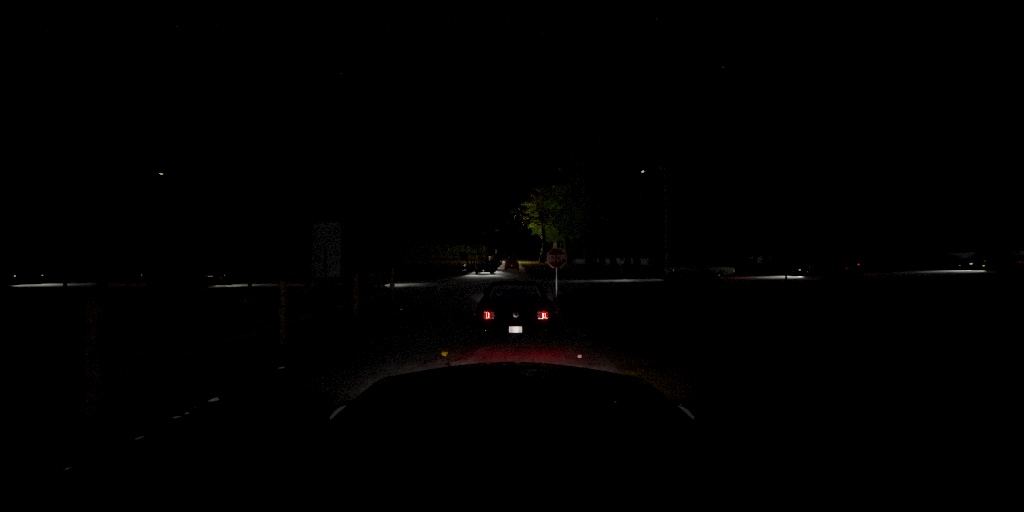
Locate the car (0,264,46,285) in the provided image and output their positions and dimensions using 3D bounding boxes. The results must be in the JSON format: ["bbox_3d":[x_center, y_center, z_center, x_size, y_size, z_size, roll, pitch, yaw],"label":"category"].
[{"bbox_3d":[-35.291,1.206,24.314,5.357,1.411,2.033,1,-1,0],"label":"car"}]

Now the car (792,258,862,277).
[{"bbox_3d":[24.086,0.828,27.542,4.181,1.385,1.994,-2,-1,0],"label":"car"}]

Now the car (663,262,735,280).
[{"bbox_3d":[14.196,1.122,27.496,4.718,1.301,1.895,-1,-1,0],"label":"car"}]

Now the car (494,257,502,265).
[{"bbox_3d":[-2.914,1.117,59.002,2.033,1.411,5.357,0,1,1],"label":"car"}]

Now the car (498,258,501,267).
[{"bbox_3d":[-2.925,1.255,49.032,1.895,1.301,4.718,0,0,0],"label":"car"}]

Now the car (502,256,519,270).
[{"bbox_3d":[-0.014,1.114,51.514,1.882,1.535,5.008,0,0,0],"label":"car"}]

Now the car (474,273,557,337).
[{"bbox_3d":[0.082,1.352,10.226,1.895,1.301,4.718,0,0,0],"label":"car"}]

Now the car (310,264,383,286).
[{"bbox_3d":[-11.213,1.255,24.423,4.674,1.442,1.812,0,-1,0],"label":"car"}]

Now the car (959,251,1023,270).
[{"bbox_3d":[37.314,0.354,27.606,4.181,1.385,1.994,-2,-1,0],"label":"car"}]

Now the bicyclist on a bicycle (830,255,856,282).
[{"bbox_3d":[19.857,0.746,21.541,0.582,1.620,1.656,-1,-1,0],"label":"bicyclist on a bicycle"}]

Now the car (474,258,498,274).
[{"bbox_3d":[-2.948,1.234,39.984,1.812,1.442,4.674,0,0,1],"label":"car"}]

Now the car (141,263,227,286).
[{"bbox_3d":[-22.205,1.257,24.370,4.892,1.490,1.837,0,-1,0],"label":"car"}]
